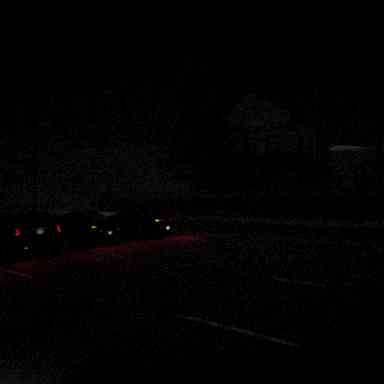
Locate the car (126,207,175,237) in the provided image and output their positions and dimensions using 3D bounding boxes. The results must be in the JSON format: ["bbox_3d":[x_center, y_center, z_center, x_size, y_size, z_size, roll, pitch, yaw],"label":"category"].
[{"bbox_3d":[-3.240,1.656,19.107,4.892,1.490,1.837,0,0,36],"label":"car"}]

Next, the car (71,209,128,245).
[{"bbox_3d":[-5.590,1.679,16.488,4.674,1.442,1.812,0,0,36],"label":"car"}]

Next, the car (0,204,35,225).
[{"bbox_3d":[-15.474,1.806,27.782,4.902,1.511,2.128,-1,0,35],"label":"car"}]

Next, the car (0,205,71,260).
[{"bbox_3d":[-7.242,1.499,13.363,4.553,1.767,2.097,-1,-1,36],"label":"car"}]
